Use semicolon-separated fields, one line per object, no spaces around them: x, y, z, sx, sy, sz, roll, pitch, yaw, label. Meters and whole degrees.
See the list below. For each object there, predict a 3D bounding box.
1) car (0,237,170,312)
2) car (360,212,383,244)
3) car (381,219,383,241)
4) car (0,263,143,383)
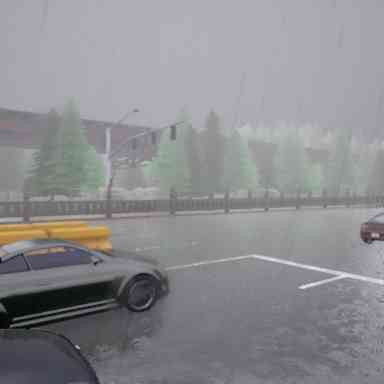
-2.513;1.568;6.254;4.181;1.385;1.994;0;0;-36;car
9.191;1.565;14.603;4.674;1.442;1.812;0;0;-35;car
7.566;1.520;9.147;4.902;1.511;2.128;0;0;-35;car
-2.596;1.562;1.895;4.181;1.385;1.994;0;0;-35;car
